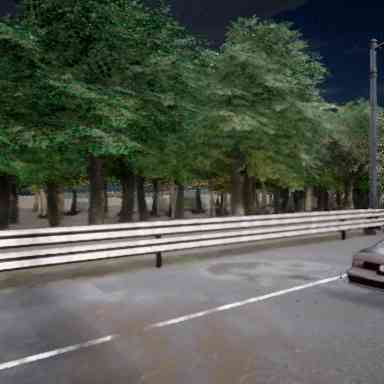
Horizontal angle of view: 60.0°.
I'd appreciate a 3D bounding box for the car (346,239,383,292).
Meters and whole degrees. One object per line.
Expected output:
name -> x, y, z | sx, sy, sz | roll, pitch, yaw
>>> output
car -> 5.859, 1.553, 7.925 | 5.357, 1.411, 2.033 | 0, 0, -35
